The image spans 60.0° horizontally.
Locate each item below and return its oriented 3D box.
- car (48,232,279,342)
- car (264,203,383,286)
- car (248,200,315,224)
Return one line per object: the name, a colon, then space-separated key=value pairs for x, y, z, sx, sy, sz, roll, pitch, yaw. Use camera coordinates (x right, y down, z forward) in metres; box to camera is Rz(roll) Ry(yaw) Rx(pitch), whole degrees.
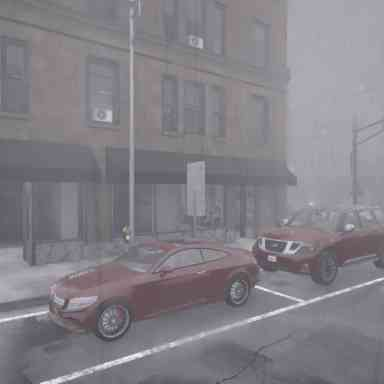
car: x=-0.491 y=1.582 z=6.414 sx=4.206 sy=1.307 sz=1.802 roll=0 pitch=0 yaw=-35
car: x=4.008 y=1.315 z=9.618 sx=5.009 sy=1.841 sz=2.192 roll=0 pitch=0 yaw=-35
car: x=6.813 y=1.487 z=25.884 sx=1.882 sy=1.535 sz=5.008 roll=0 pitch=0 yaw=-35
